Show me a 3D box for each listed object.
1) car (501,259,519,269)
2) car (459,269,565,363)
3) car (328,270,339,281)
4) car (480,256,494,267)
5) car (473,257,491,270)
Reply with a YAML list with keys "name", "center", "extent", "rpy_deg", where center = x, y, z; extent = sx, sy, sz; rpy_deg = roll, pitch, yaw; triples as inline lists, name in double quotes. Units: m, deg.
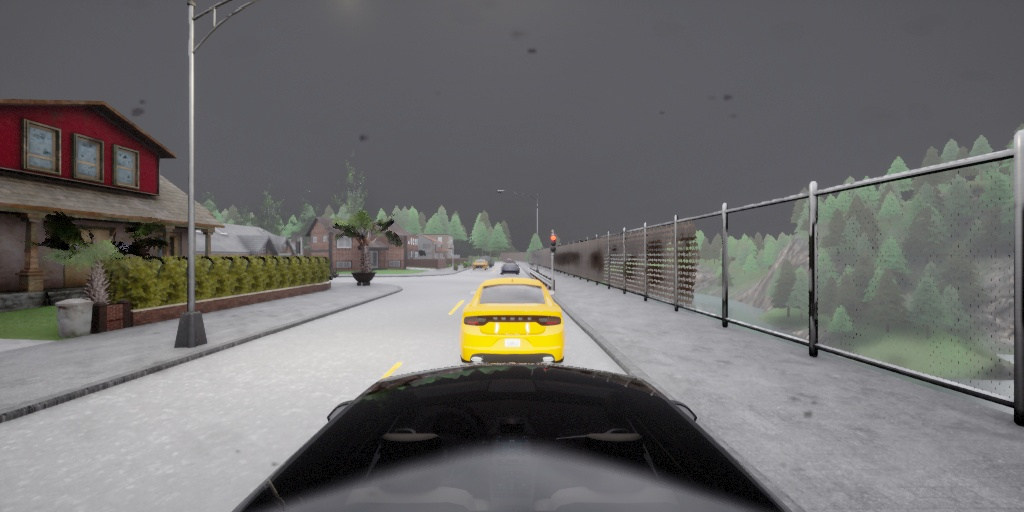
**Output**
- name: "car"
  center: [-0.233, 1.314, 40.186]
  extent: [1.994, 1.385, 4.181]
  rpy_deg: [0, 0, 1]
- name: "car"
  center: [0.006, 1.228, 8.171]
  extent: [1.882, 1.535, 5.008]
  rpy_deg: [0, 0, 0]
- name: "car"
  center: [-15.980, 1.351, 27.558]
  extent: [4.718, 1.301, 1.895]
  rpy_deg: [0, 0, 0]
- name: "car"
  center: [-4.582, 0.971, 61.373]
  extent: [2.150, 2.045, 5.566]
  rpy_deg: [0, 0, 0]
- name: "car"
  center: [-4.517, 1.228, 51.430]
  extent: [1.882, 1.535, 5.008]
  rpy_deg: [0, 0, 0]
